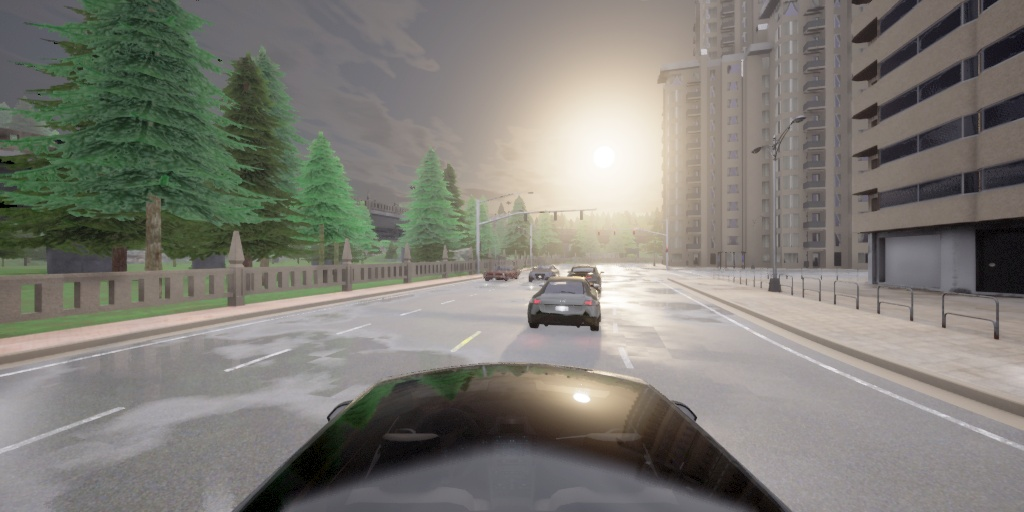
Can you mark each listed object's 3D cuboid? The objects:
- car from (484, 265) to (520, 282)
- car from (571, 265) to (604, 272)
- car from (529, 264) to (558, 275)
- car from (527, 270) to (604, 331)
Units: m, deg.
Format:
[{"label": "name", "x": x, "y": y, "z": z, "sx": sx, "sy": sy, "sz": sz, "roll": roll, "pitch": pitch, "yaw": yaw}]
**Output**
[{"label": "car", "x": -0.752, "y": 1.448, "z": 29.478, "sx": 1.895, "sy": 1.301, "sz": 4.718, "roll": 0, "pitch": 0, "yaw": 16}, {"label": "car", "x": 4.242, "y": 1.274, "z": 20.843, "sx": 1.837, "sy": 1.490, "sz": 4.892, "roll": 0, "pitch": 0, "yaw": 15}, {"label": "car", "x": 2.617, "y": 1.354, "z": 28.528, "sx": 1.994, "sy": 1.385, "sz": 4.181, "roll": 0, "pitch": 0, "yaw": 16}, {"label": "car", "x": 1.741, "y": 1.323, "z": 11.174, "sx": 1.994, "sy": 1.385, "sz": 4.181, "roll": 0, "pitch": 0, "yaw": 13}]
